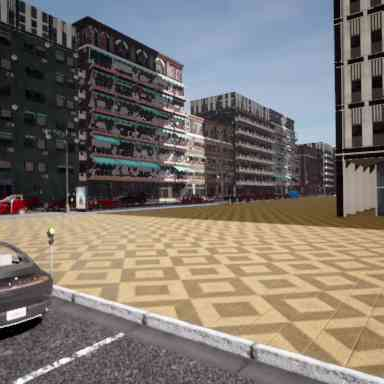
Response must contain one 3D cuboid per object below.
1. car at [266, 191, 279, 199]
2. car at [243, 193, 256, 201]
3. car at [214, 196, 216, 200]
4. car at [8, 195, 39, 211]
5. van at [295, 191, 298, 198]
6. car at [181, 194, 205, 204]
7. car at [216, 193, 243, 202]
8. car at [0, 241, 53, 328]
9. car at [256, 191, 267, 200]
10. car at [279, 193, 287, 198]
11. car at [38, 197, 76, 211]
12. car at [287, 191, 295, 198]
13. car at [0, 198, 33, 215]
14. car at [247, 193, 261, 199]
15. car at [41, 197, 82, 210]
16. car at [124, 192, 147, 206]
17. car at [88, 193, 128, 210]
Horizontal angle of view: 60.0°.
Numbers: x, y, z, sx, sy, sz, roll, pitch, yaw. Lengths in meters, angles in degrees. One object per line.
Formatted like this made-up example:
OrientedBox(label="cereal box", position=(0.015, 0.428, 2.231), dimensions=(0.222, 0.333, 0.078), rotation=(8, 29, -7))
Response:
OrientedBox(label="car", position=(16.443, 0.735, 72.632), dimensions=(2.192, 1.841, 5.009), rotation=(-1, 0, 36))
OrientedBox(label="car", position=(9.944, 1.042, 63.691), dimensions=(1.887, 1.381, 4.507), rotation=(-1, 0, 36))
OrientedBox(label="car", position=(6.417, 1.021, 73.090), dimensions=(1.967, 1.590, 4.097), rotation=(-1, 0, 36))
OrientedBox(label="car", position=(-19.589, 1.220, 37.326), dimensions=(2.192, 1.841, 5.009), rotation=(0, 0, 36))
OrientedBox(label="van", position=(26.195, 0.649, 86.044), dimensions=(1.690, 1.788, 3.998), rotation=(-1, 0, 36))
OrientedBox(label="car", position=(0.191, 1.056, 50.279), dimensions=(1.967, 1.590, 4.097), rotation=(-1, 0, 36))
OrientedBox(label="car", position=(6.694, 1.088, 59.220), dimensions=(2.008, 1.369, 4.403), rotation=(-1, 0, 36))
OrientedBox(label="car", position=(-4.341, 1.551, 6.159), dimensions=(4.403, 1.369, 2.008), rotation=(0, -1, 36))
OrientedBox(label="car", position=(13.195, 1.041, 68.161), dimensions=(1.802, 1.307, 4.206), rotation=(-1, 0, 36))
OrientedBox(label="car", position=(19.696, 0.933, 77.103), dimensions=(2.008, 1.369, 4.403), rotation=(-1, 0, 36))
OrientedBox(label="car", position=(-15.063, 1.361, 39.154), dimensions=(1.812, 1.442, 4.674), rotation=(-1, 0, 36))
OrientedBox(label="car", position=(22.947, 0.927, 81.574), dimensions=(1.802, 1.307, 4.206), rotation=(-1, 0, 36))
OrientedBox(label="car", position=(-16.060, 1.407, 27.926), dimensions=(1.802, 1.307, 4.206), rotation=(-1, 0, 36))
OrientedBox(label="car", position=(16.170, 1.033, 86.503), dimensions=(1.947, 1.339, 4.313), rotation=(-1, 0, 36))
OrientedBox(label="car", position=(-16.336, 1.407, 41.797), dimensions=(1.887, 1.381, 4.507), rotation=(0, 0, 36))
OrientedBox(label="car", position=(-8.920, 0.978, 47.602), dimensions=(2.150, 2.045, 5.566), rotation=(-1, 0, 36))
OrientedBox(label="car", position=(-9.560, 1.180, 36.867), dimensions=(1.967, 1.590, 4.097), rotation=(-1, 0, 36))
